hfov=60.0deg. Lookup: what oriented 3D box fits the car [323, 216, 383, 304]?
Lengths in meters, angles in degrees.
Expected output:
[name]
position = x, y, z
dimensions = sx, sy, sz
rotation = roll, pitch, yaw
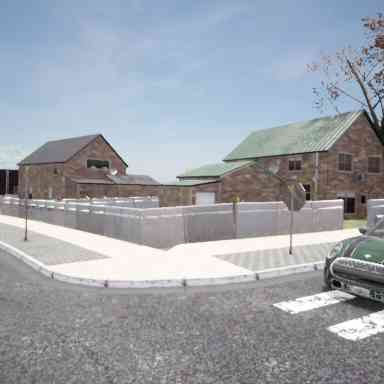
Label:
[car]
position = 5.026, 1.247, 7.415
dimensions = 4.553, 1.767, 2.097
rotation = 0, 2, -33
